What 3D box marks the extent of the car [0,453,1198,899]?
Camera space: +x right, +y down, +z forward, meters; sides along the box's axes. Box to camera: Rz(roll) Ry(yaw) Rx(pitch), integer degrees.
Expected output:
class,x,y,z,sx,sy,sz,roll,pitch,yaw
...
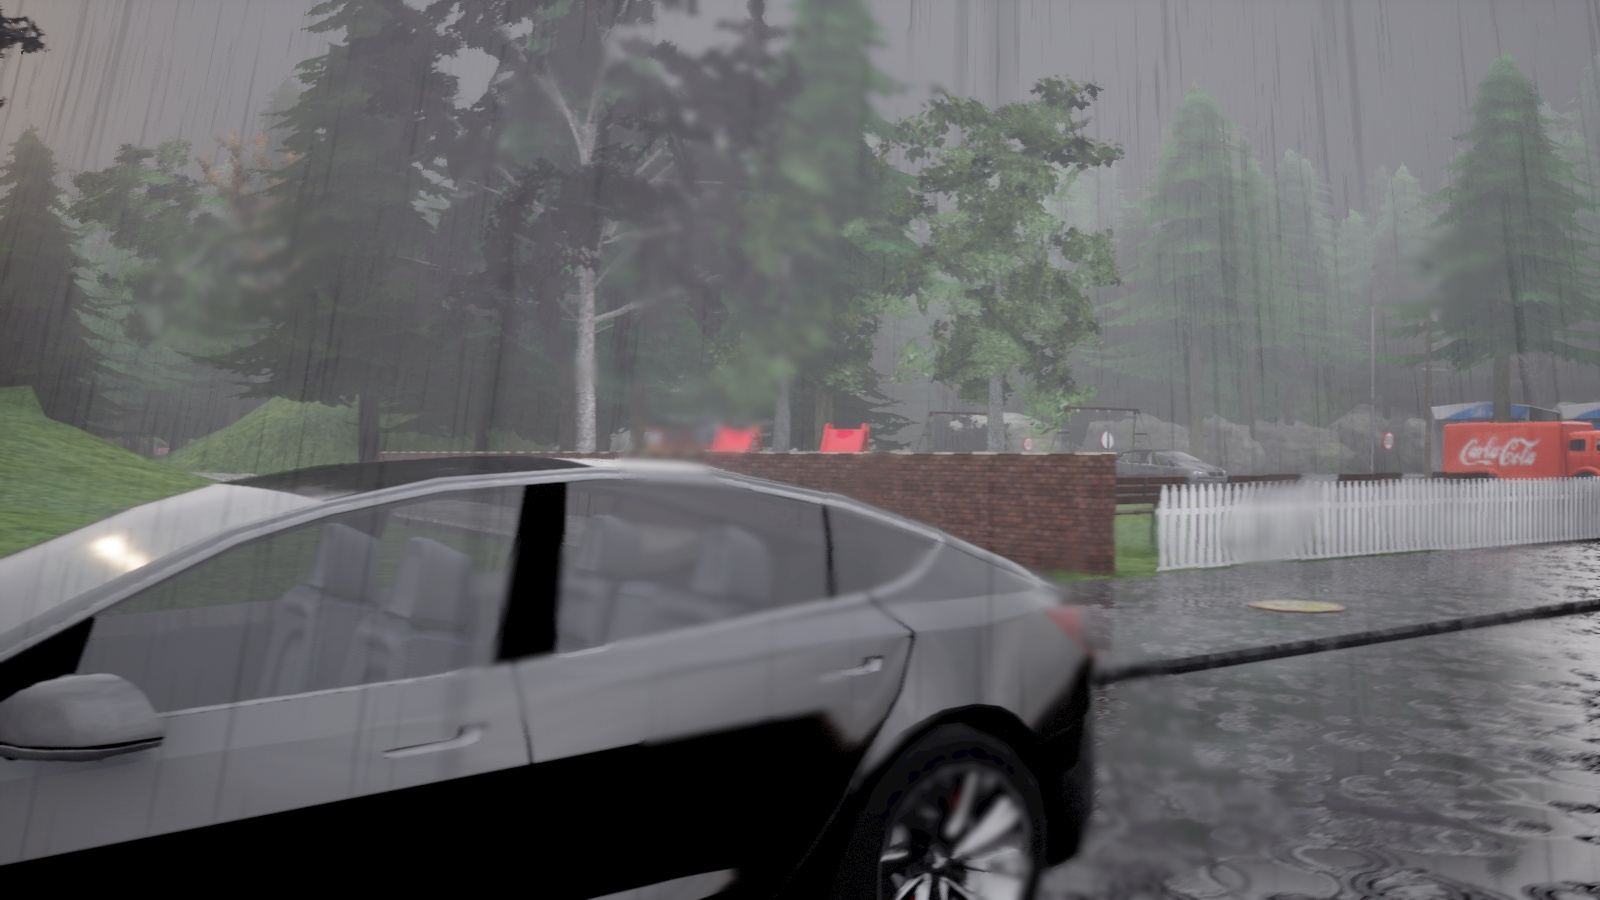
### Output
class,x,y,z,sx,sy,sz,roll,pitch,yaw
car,-1.387,0.756,3.304,4.792,1.488,2.163,0,0,-35

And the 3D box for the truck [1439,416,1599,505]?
class,x,y,z,sx,sy,sz,roll,pitch,yaw
truck,22.197,0.302,37.175,2.627,2.467,5.204,0,0,-35

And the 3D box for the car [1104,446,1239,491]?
class,x,y,z,sx,sy,sz,roll,pitch,yaw
car,14.270,0.678,48.517,2.242,1.667,4.611,0,0,-35

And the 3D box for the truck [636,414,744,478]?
class,x,y,z,sx,sy,sz,roll,pitch,yaw
truck,-7.022,-0.211,79.015,2.891,3.827,8.468,0,0,-35
